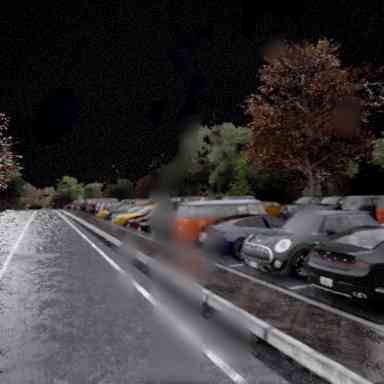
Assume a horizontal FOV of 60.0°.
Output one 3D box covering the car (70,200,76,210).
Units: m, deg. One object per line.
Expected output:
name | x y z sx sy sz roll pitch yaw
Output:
car | -20.056 2.687 63.238 5.008 1.535 2.097 -1 -2 -24

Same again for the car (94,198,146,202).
car | -7.652 1.816 35.367 4.553 1.767 2.185 -1 -1 -24

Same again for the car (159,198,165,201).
car | -2.396 2.069 55.763 5.008 1.535 2.097 -1 -2 -24

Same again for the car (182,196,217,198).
car | 2.028 1.615 45.768 5.566 2.045 2.435 -1 -1 -24

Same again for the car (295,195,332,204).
car | 11.117 1.254 25.421 5.566 2.045 2.435 -1 -1 -24

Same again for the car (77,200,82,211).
car | -13.260 1.914 48.065 5.566 2.045 2.435 -1 -1 -24

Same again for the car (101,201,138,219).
car | -5.363 1.852 30.307 4.892 1.521 2.231 -1 -1 -24

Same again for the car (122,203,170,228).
car | -1.987 1.746 22.694 4.792 1.488 2.163 -1 -1 -24

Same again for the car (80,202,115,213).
car | -14.375 2.268 50.573 4.792 1.488 2.163 -1 -1 -24

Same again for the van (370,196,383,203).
van | 13.508 1.188 20.423 4.442 1.987 1.878 -1 -1 -24

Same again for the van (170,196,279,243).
van | 1.538 1.354 15.153 4.442 1.987 1.878 -1 -1 -24

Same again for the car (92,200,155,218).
car | -6.658 1.895 32.768 5.366 1.575 1.946 -1 -1 -24

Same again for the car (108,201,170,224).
car | -3.262 1.760 25.165 5.366 1.575 1.946 -1 -1 -24

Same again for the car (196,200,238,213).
car | 3.234 1.819 43.132 5.008 1.535 2.097 -1 -1 -24

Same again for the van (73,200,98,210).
van | -21.091 2.550 65.823 4.442 1.987 1.878 -1 -2 -24

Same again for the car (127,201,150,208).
car | -12.565 2.875 78.513 4.892 1.521 2.231 -1 -2 -24

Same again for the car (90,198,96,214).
car | -8.784 1.860 37.901 4.553 1.767 2.185 -1 -1 -24

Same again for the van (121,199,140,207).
van | -15.891 2.944 86.261 4.442 1.987 1.878 -1 -2 -24

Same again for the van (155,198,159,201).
van | -3.642 1.935 58.247 4.442 1.987 1.878 -1 -2 -24

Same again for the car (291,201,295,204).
car | 9.987 1.299 27.950 5.566 2.045 2.435 -1 -1 -24

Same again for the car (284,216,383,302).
car | 4.827 1.456 7.496 4.892 1.521 2.231 -1 0 -24

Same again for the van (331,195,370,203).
van | 12.165 1.236 22.856 4.442 1.987 1.878 -1 -1 -24

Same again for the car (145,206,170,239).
car | 0.278 1.656 17.625 4.792 1.488 2.163 -1 -1 -24

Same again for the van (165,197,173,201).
van | -1.444 1.776 53.326 4.442 1.987 1.878 -1 -1 -24

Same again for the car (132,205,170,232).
car | -0.855 1.701 20.159 4.792 1.488 2.163 -1 -1 -24

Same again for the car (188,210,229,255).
car | 2.595 1.565 12.580 4.792 1.488 2.163 -1 -1 -24

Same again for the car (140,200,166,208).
car | -8.049 2.516 68.400 5.008 1.535 2.097 -1 -2 -24

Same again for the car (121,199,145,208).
car | -14.796 2.809 83.586 5.566 2.045 2.435 -1 -2 -24

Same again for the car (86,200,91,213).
car | -9.890 2.031 40.445 5.008 1.535 2.097 -1 -1 -24

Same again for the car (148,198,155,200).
car | -4.826 2.248 60.741 5.366 1.575 1.946 -1 -2 -24

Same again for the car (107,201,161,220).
car | -4.219 1.807 27.778 4.892 1.521 2.231 -1 -1 -24

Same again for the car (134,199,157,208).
car | -10.334 2.570 73.449 4.553 1.767 2.185 -1 -2 -24

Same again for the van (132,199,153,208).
van | -11.329 2.557 76.040 4.442 1.987 1.878 -1 -2 -24

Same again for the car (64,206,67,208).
car | -24.617 2.795 73.365 5.566 2.045 2.435 -1 -2 -24

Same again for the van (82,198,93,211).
van | -12.260 1.896 45.471 4.442 1.987 1.878 -1 -1 -24

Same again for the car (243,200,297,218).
car | 7.752 1.639 33.016 5.008 1.535 2.097 -1 -1 -24

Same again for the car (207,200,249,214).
car | 4.368 1.814 40.603 4.674 1.452 2.002 -1 -1 -24

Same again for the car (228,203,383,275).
car | 3.725 1.368 10.050 4.553 1.767 2.185 -1 0 -24

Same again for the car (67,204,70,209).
car | -23.426 2.985 70.848 4.792 1.488 2.163 -1 -2 -24

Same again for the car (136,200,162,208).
car | -9.229 2.610 71.042 5.008 1.535 2.097 -1 -2 -24

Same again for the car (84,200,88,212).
car | -11.014 2.116 42.983 4.674 1.452 2.002 -1 -1 -24

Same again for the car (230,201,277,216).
car | 6.580 1.726 35.662 4.674 1.452 2.002 -1 -1 -24
